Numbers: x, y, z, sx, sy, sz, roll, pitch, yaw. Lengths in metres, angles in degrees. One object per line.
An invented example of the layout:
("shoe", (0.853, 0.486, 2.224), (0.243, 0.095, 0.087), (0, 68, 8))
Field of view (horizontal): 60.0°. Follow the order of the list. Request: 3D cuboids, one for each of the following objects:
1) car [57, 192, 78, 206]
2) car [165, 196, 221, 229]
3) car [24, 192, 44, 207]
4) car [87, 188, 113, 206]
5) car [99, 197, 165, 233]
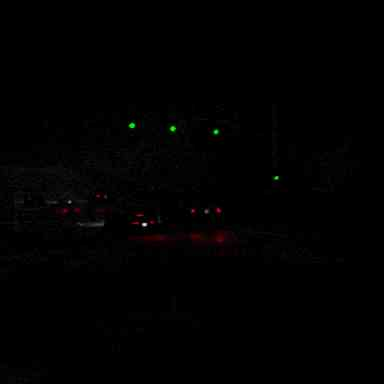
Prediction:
("car", (-14.924, 0.769, 39.676), (1.812, 1.442, 4.674), (-1, 4, -28))
("car", (-0.225, 1.033, 19.320), (2.097, 1.767, 4.553), (-1, 1, -28))
("car", (-18.237, 0.753, 38.486), (1.882, 1.535, 5.008), (-1, 4, -28))
("car", (-10.938, 0.504, 39.627), (2.150, 2.045, 5.566), (-1, 3, -28))
("car", (-3.377, 1.246, 17.802), (1.837, 1.490, 4.892), (-1, 1, -28))
